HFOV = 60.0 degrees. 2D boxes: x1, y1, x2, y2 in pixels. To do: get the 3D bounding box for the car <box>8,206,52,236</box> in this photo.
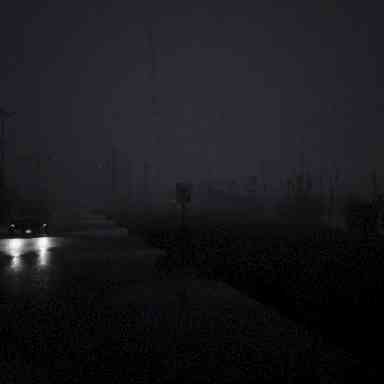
[{"bbox_3d":[-8.806,1.504,18.429,2.033,1.411,5.357,0,0,-22],"label":"car"}]
